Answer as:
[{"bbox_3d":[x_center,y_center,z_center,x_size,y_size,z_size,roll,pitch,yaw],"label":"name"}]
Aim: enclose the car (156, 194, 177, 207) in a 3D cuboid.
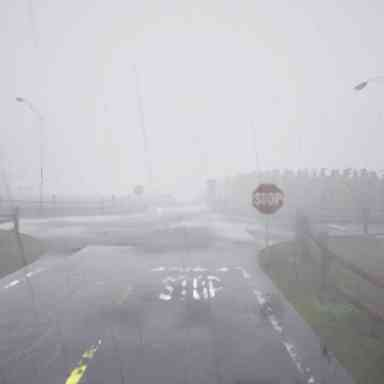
[{"bbox_3d":[-2.747,0.941,37.204,1.812,1.442,4.674,0,2,0],"label":"car"}]
